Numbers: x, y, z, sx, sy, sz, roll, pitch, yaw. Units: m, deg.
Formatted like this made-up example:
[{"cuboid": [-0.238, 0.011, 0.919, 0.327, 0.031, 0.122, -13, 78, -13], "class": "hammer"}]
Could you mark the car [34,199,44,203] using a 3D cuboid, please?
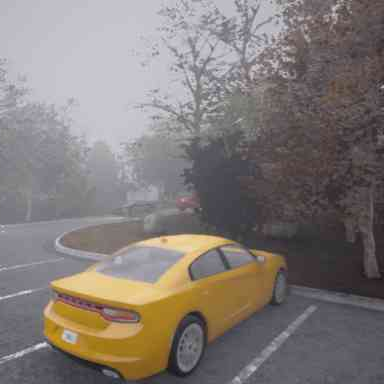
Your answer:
[{"cuboid": [-26.416, 1.273, 56.546, 2.128, 1.511, 4.902, -4, -1, 35], "class": "car"}]

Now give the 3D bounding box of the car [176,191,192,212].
[{"cuboid": [0.694, 0.833, 32.706, 2.150, 2.045, 5.566, -4, -1, 35], "class": "car"}]

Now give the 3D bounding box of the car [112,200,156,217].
[{"cuboid": [-5.224, 1.469, 30.252, 1.994, 1.385, 4.181, -4, -1, 35], "class": "car"}]

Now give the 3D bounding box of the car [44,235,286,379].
[{"cuboid": [0.050, 1.484, 5.774, 2.097, 1.535, 5.008, 0, 0, 36], "class": "car"}]
